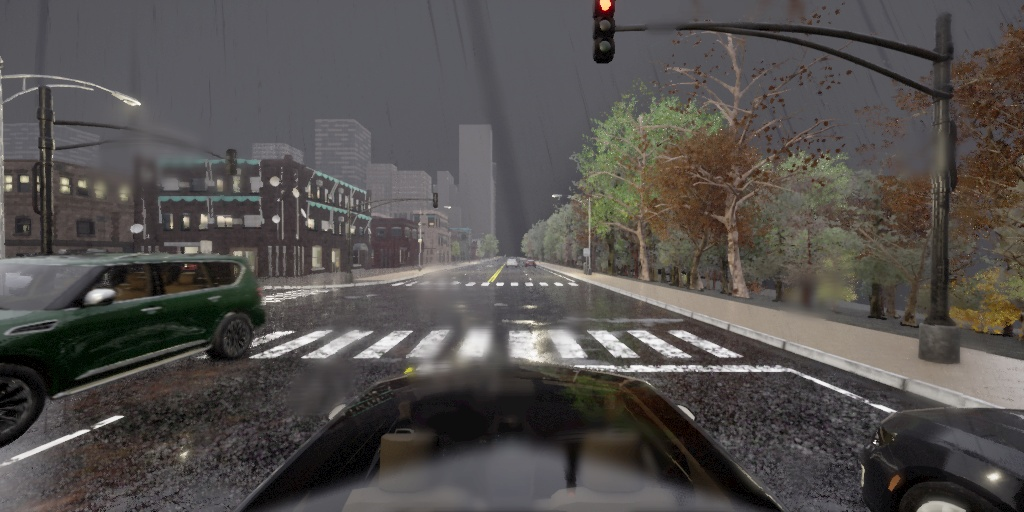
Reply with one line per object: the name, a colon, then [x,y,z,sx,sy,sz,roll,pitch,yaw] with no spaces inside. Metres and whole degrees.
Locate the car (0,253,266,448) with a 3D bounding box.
car: [-6.311,0.971,5.345,2.150,2.045,5.566,1,0,0]

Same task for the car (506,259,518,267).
car: [-0.029,1.252,63.289,1.812,1.442,4.674,0,0,0]

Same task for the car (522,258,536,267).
car: [3.224,1.252,63.392,1.812,1.442,4.674,0,0,0]

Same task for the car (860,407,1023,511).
car: [3.352,1.255,0.459,1.837,1.490,4.892,0,0,0]
